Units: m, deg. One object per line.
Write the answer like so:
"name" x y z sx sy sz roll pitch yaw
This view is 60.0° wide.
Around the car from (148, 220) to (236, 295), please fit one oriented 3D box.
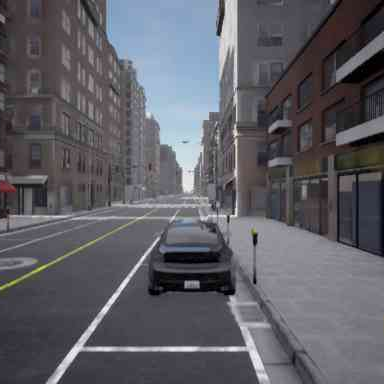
"car" 0.000 1.492 8.650 1.837 1.490 4.892 0 0 0
